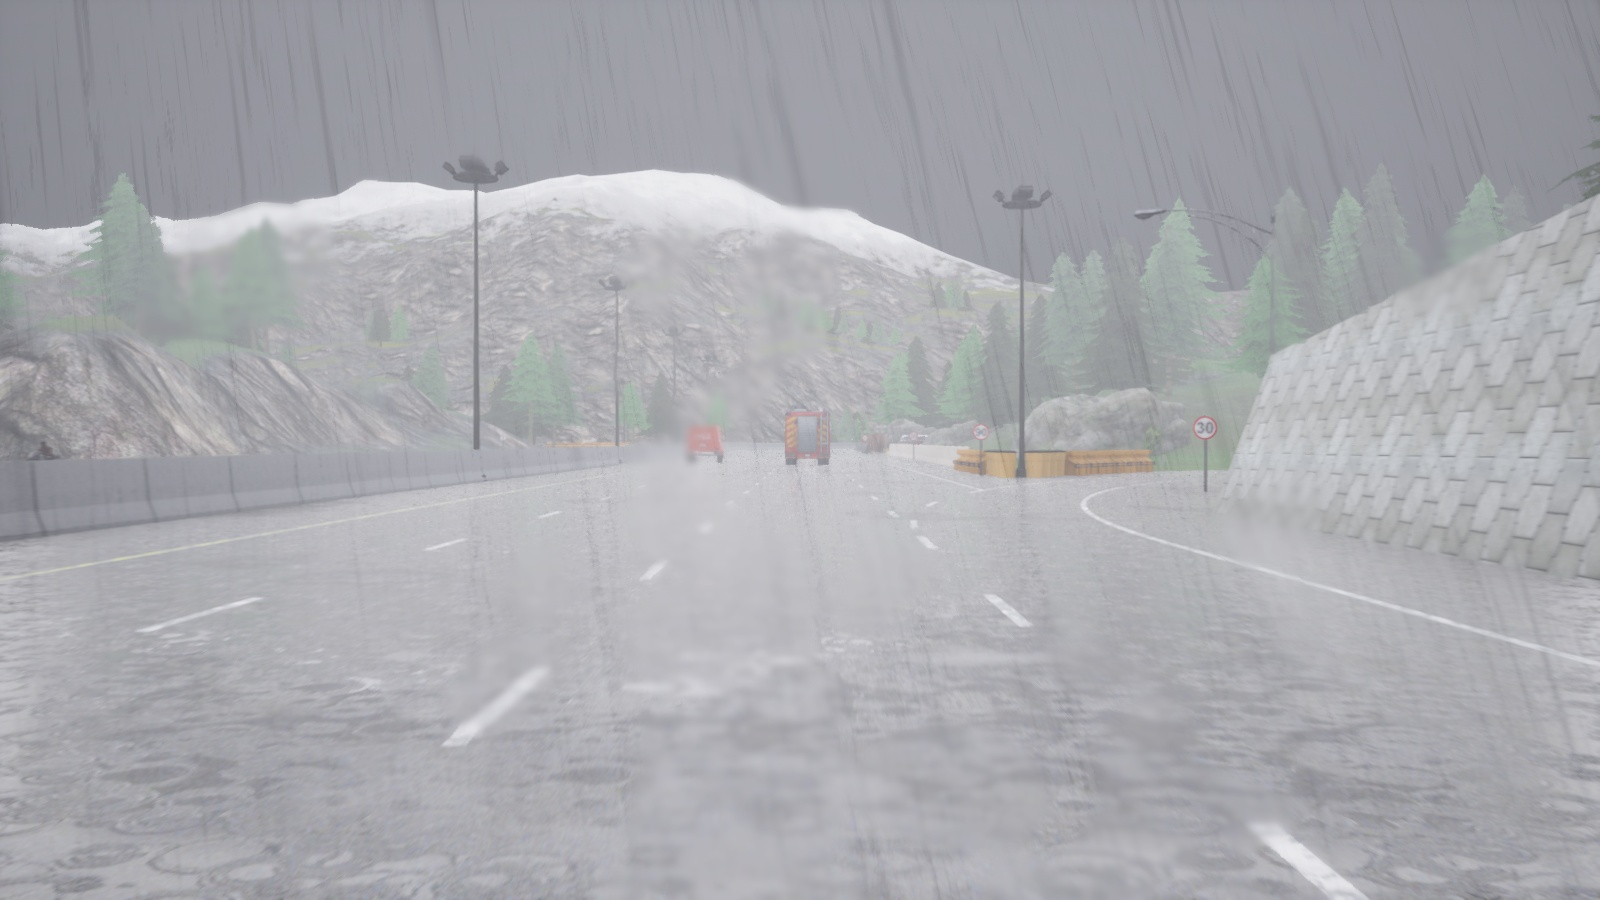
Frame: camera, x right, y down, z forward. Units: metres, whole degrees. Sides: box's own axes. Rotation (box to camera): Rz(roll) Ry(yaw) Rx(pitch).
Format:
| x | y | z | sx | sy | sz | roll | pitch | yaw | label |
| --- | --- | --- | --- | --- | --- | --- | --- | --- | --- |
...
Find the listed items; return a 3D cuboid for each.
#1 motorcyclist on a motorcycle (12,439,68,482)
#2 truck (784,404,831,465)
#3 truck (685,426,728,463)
| x | y | z | sx | sy | sz | roll | pitch | yaw | label |
| --- | --- | --- | --- | --- | --- | --- | --- | --- | --- |
| -27.726 | 0.383 | 45.846 | 0.797 | 1.523 | 2.044 | 0 | 0 | 0 | motorcyclist on a motorcycle |
| 0.482 | -1.001 | 82.341 | 2.891 | 3.827 | 8.468 | 0 | 0 | 0 | truck |
| -6.488 | -0.371 | 87.799 | 2.627 | 2.467 | 5.204 | 0 | 0 | 0 | truck |
